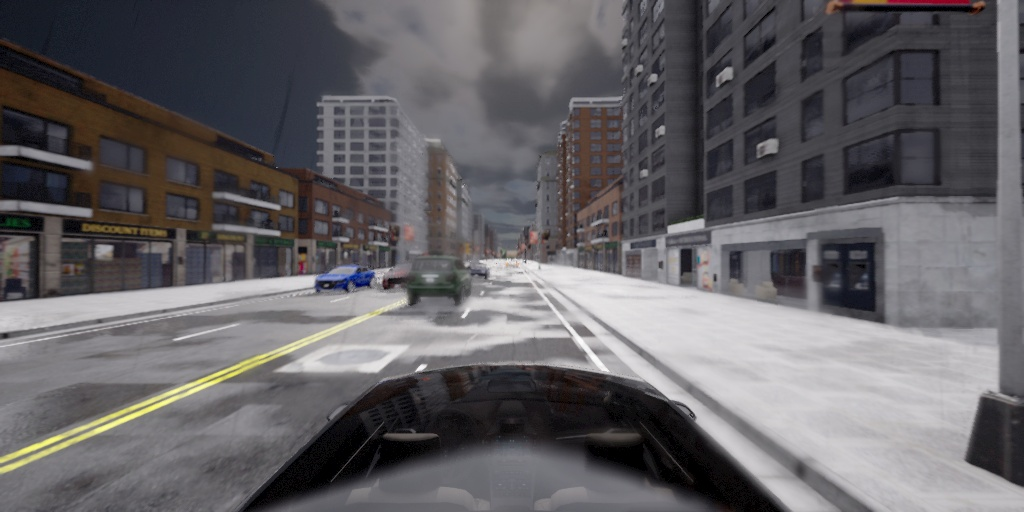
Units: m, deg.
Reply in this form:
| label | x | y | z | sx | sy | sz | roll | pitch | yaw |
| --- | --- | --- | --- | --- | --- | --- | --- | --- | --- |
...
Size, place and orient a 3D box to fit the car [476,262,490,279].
| label | x | y | z | sx | sy | sz | roll | pitch | yaw |
| --- | --- | --- | --- | --- | --- | --- | --- | --- | --- |
| car | -3.146 | 1.469 | 34.370 | 1.895 | 1.301 | 4.718 | 0 | 0 | 0 |

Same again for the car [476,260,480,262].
| label | x | y | z | sx | sy | sz | roll | pitch | yaw |
| --- | --- | --- | --- | --- | --- | --- | --- | --- | --- |
| car | -6.519 | 1.482 | 64.183 | 1.837 | 1.490 | 4.892 | 0 | 0 | 1 |

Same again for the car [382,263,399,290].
| label | x | y | z | sx | sy | sz | roll | pitch | yaw |
| --- | --- | --- | --- | --- | --- | --- | --- | --- | --- |
| car | -6.597 | 1.179 | 22.911 | 2.097 | 1.767 | 4.553 | 0 | 0 | 0 |

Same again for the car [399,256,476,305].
| label | x | y | z | sx | sy | sz | roll | pitch | yaw |
| --- | --- | --- | --- | --- | --- | --- | --- | --- | --- |
| car | -3.151 | 1.025 | 16.467 | 2.150 | 2.045 | 5.566 | 0 | 0 | 0 |

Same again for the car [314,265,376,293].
| label | x | y | z | sx | sy | sz | roll | pitch | yaw |
| --- | --- | --- | --- | --- | --- | --- | --- | --- | --- |
| car | -9.847 | 1.299 | 21.523 | 1.882 | 1.535 | 5.008 | 0 | 0 | 0 |

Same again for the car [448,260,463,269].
| label | x | y | z | sx | sy | sz | roll | pitch | yaw |
| --- | --- | --- | --- | --- | --- | --- | --- | --- | --- |
| car | -9.774 | 1.476 | 62.583 | 1.837 | 1.490 | 4.892 | 0 | 0 | 1 |
